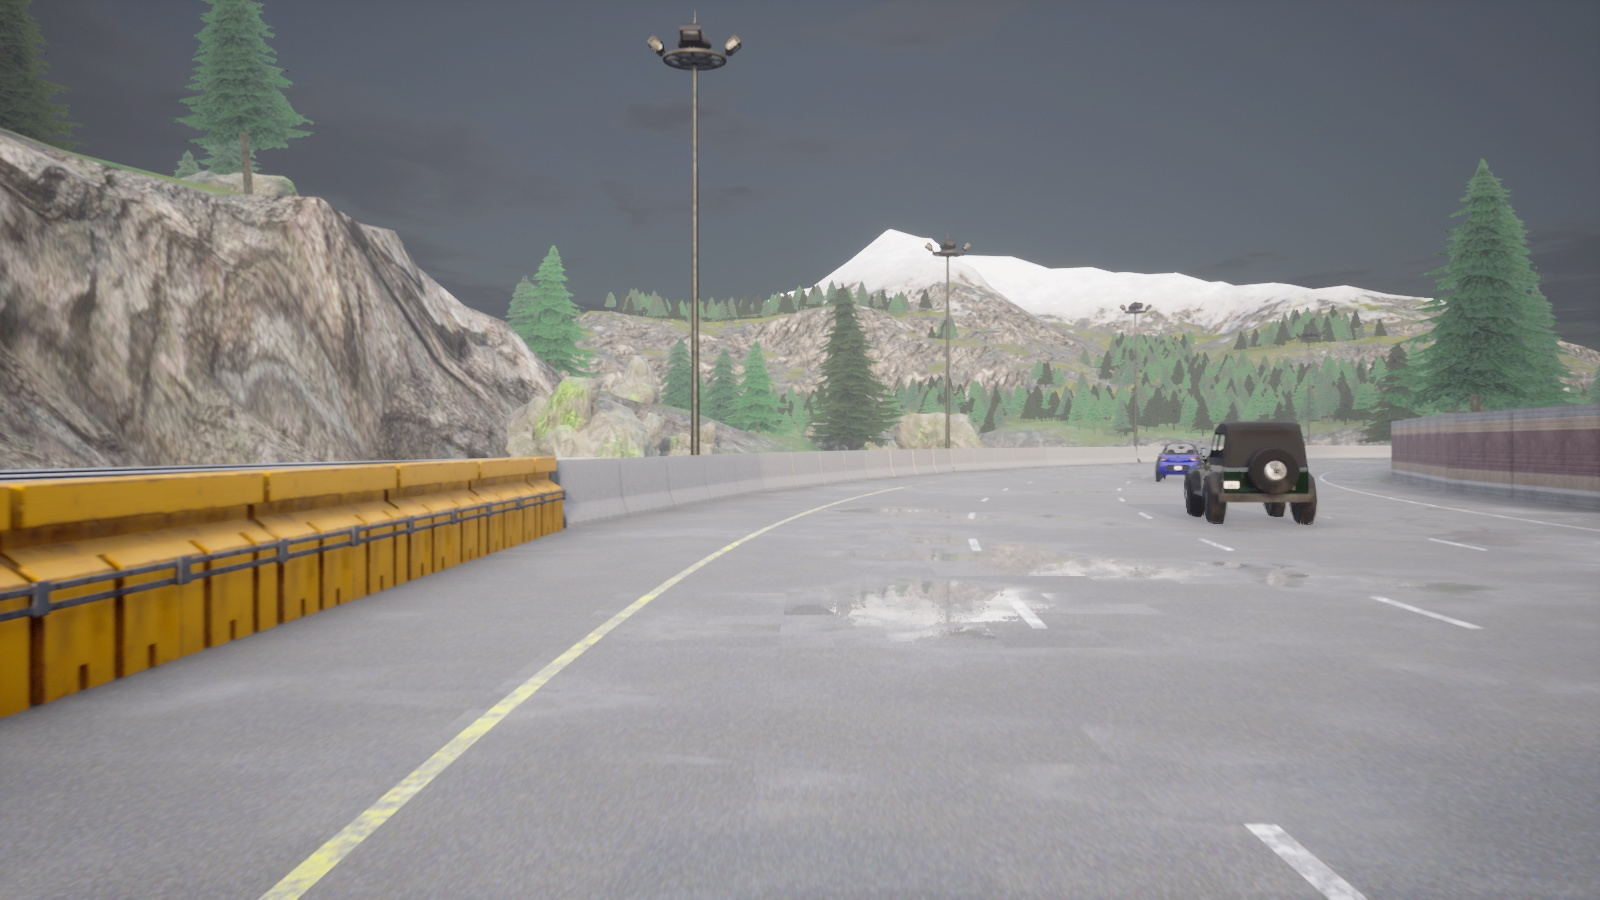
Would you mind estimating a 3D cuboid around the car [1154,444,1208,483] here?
[{"bbox_3d":[15.088,0.493,49.594,1.816,1.474,4.193,0,0,20],"label":"car"}]

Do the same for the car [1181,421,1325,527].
[{"bbox_3d":[8.620,0.413,24.217,1.905,1.878,3.866,0,0,9],"label":"car"}]
